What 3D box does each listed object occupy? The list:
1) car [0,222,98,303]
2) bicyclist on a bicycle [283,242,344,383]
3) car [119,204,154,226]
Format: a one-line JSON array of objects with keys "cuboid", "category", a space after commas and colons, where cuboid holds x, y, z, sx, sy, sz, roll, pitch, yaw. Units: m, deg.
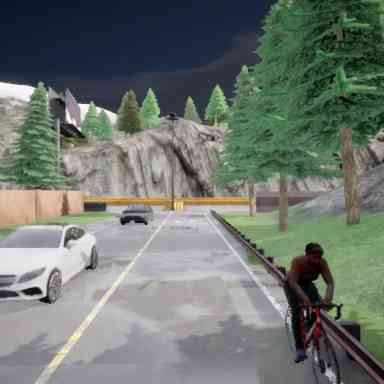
[{"cuboid": [-3.694, 1.525, 8.296, 1.812, 1.442, 4.674, 0, 0, -1], "category": "car"}, {"cuboid": [1.425, 1.419, 4.078, 0.582, 1.620, 1.656, 0, 1, -2], "category": "bicyclist on a bicycle"}, {"cuboid": [-3.848, 1.547, 23.991, 2.033, 1.411, 5.357, 0, 0, -1], "category": "car"}]
